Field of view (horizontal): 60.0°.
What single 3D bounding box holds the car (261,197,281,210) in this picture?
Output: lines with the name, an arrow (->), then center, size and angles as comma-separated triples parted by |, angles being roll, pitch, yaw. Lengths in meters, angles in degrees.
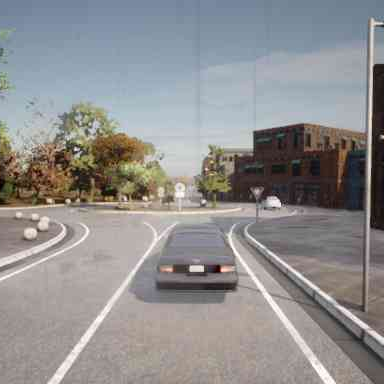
car -> 9.386, 1.298, 39.598 | 1.812, 1.442, 4.674 | 1, 0, 6

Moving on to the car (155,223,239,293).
car -> 0.149, 1.539, 8.988 | 2.033, 1.411, 5.357 | 0, 0, 1
